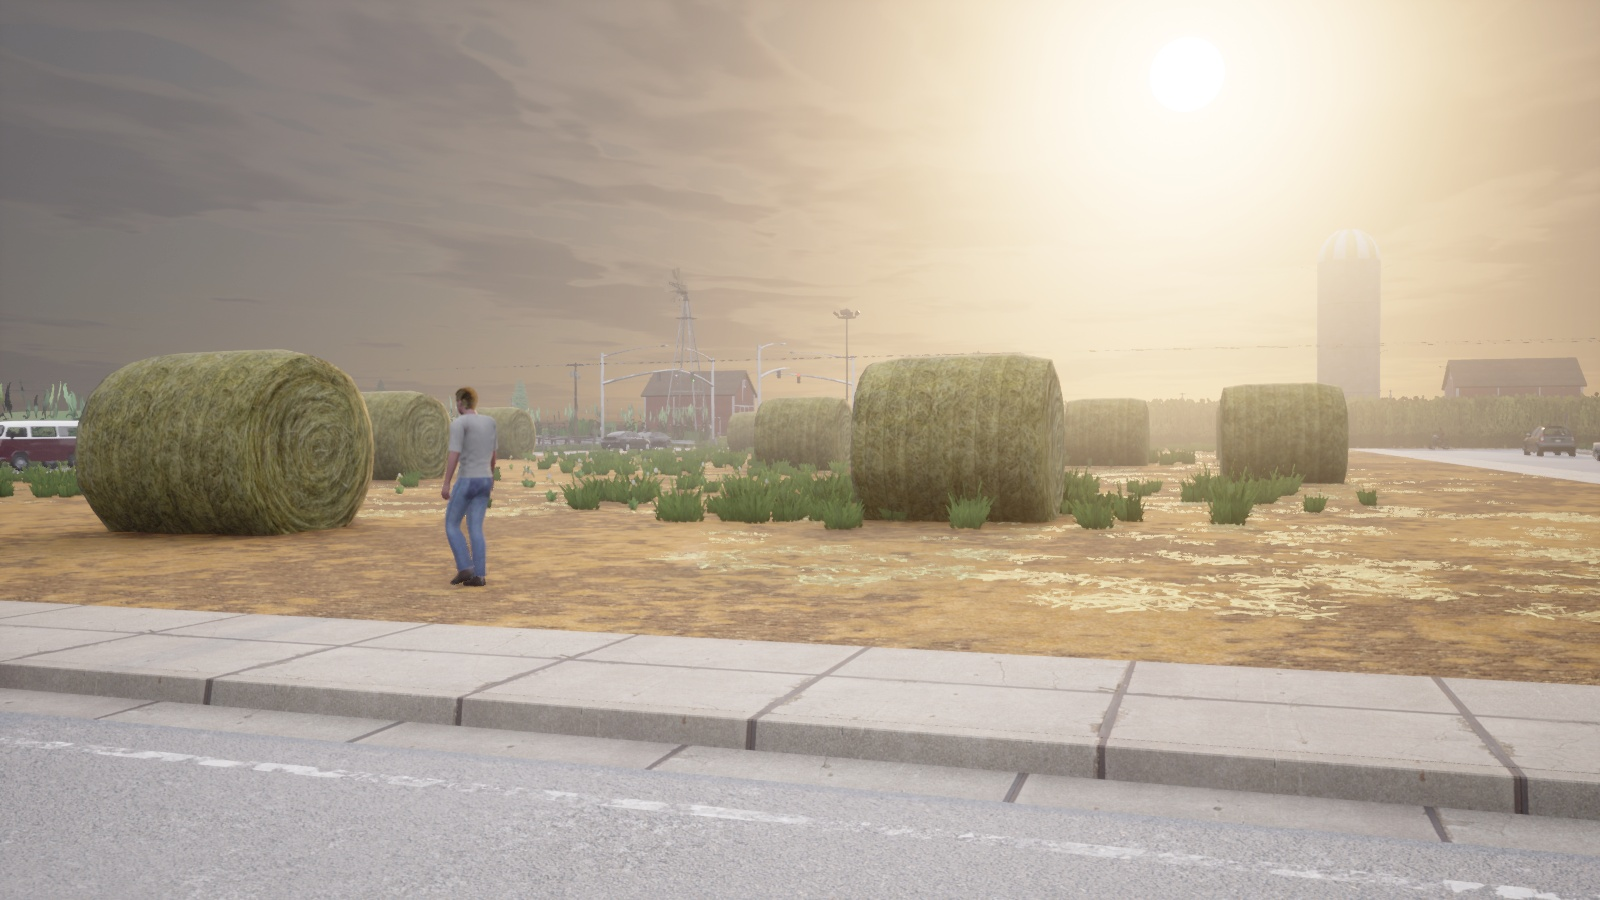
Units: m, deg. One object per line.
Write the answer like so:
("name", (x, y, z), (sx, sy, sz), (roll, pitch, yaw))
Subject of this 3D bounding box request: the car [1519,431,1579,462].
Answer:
("car", (39.712, -0.221, 66.705), (1.851, 1.617, 3.988), (1, 1, 18))

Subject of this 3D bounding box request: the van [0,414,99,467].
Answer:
("van", (-31.167, -0.417, 50.907), (2.069, 2.038, 4.480), (1, 1, 21))

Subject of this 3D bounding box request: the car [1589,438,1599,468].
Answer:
("car", (35.658, 0.171, 53.895), (1.895, 1.301, 4.718), (1, 1, 18))

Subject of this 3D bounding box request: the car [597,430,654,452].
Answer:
("car", (-12.362, -0.680, 89.347), (1.837, 1.490, 4.892), (1, 1, 21))

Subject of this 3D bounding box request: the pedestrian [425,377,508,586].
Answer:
("pedestrian", (-3.023, 0.271, 11.371), (0.706, 1.836, 0.354), (1, 1, 36))

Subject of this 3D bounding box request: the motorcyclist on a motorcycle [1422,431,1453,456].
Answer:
("motorcyclist on a motorcycle", (44.221, -0.461, 87.077), (2.350, 1.649, 0.766), (0, 3, -33))
